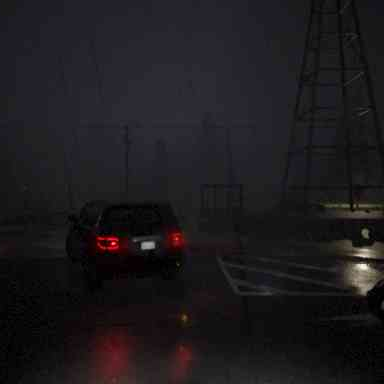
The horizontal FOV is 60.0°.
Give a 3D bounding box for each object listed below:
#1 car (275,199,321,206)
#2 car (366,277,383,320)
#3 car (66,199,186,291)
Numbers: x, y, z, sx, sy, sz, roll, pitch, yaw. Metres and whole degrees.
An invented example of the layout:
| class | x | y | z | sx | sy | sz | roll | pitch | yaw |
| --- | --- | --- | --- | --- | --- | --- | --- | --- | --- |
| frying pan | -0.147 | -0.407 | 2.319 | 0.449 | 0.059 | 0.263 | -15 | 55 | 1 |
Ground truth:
| class | x | y | z | sx | sy | sz | roll | pitch | yaw |
| --- | --- | --- | --- | --- | --- | --- | --- | --- | --- |
| car | 10.851 | 1.441 | 33.648 | 5.008 | 1.535 | 1.882 | 0 | 0 | 2 |
| car | 4.893 | 1.515 | 5.012 | 3.905 | 1.438 | 1.784 | 0 | 0 | 0 |
| car | -2.111 | 1.211 | 9.370 | 2.150 | 2.045 | 5.566 | 0 | 0 | -26 |
